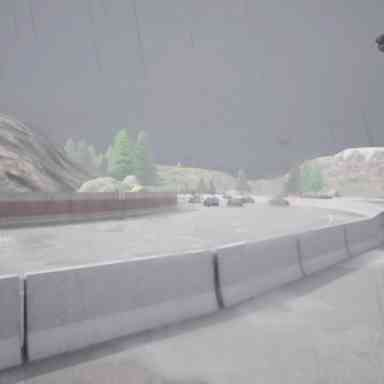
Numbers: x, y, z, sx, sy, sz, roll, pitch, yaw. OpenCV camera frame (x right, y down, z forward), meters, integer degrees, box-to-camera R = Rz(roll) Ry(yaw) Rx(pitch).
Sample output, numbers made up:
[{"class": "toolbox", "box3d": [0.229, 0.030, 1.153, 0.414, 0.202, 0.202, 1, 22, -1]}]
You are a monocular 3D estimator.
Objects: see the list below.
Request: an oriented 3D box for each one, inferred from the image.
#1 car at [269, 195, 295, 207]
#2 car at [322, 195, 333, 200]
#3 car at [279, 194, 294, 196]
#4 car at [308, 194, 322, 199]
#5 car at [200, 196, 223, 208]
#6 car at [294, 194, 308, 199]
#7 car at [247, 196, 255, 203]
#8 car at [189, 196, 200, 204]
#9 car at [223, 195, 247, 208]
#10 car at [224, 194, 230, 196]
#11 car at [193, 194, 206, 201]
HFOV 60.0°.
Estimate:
[{"class": "car", "box3d": [13.546, 1.566, 51.628, 2.033, 1.411, 5.357, 0, 0, -5]}, {"class": "car", "box3d": [30.917, 1.284, 77.425, 1.994, 1.385, 4.181, 0, 0, -9]}, {"class": "car", "box3d": [20.561, 1.162, 75.687, 2.097, 1.767, 4.553, 0, 0, -9]}, {"class": "car", "box3d": [27.464, 1.281, 76.856, 1.812, 1.442, 4.674, 0, 0, -9]}, {"class": "car", "box3d": [2.980, 1.645, 51.807, 2.033, 1.411, 5.357, 0, 0, -6]}, {"class": "car", "box3d": [24.014, 1.137, 76.257, 2.097, 1.767, 4.553, 0, 0, -9]}, {"class": "car", "box3d": [11.299, 1.568, 67.322, 2.128, 1.511, 4.902, 0, 0, -9]}, {"class": "car", "box3d": [0.632, 1.638, 67.427, 2.128, 1.511, 4.902, 0, 0, -9]}, {"class": "car", "box3d": [6.554, 1.595, 50.878, 1.812, 1.442, 4.674, 0, 0, -5]}, {"class": "car", "box3d": [8.766, 1.213, 82.675, 1.882, 1.535, 5.008, 0, 0, -9]}, {"class": "car", "box3d": [1.798, 1.280, 81.913, 2.128, 1.511, 4.902, 0, 0, -9]}]
